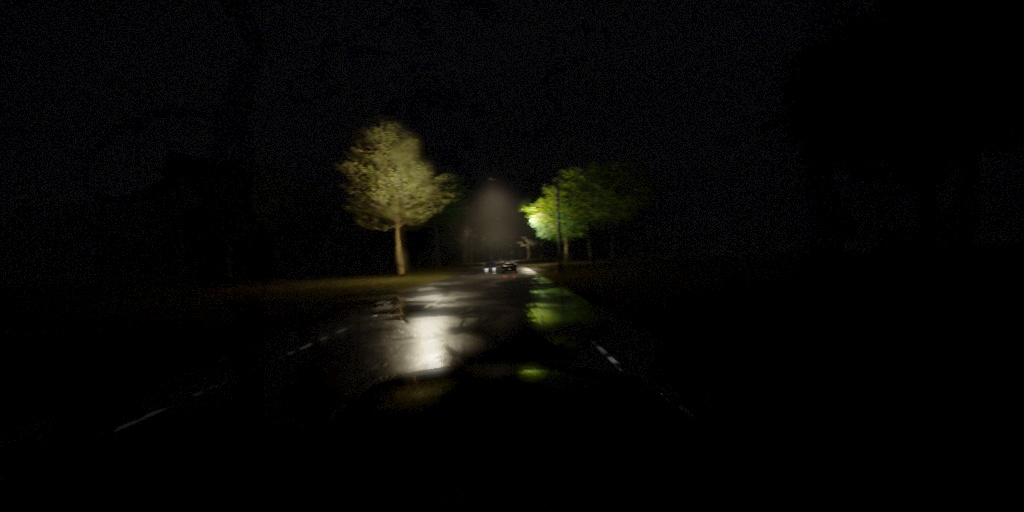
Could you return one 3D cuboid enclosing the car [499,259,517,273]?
[{"bbox_3d":[-0.298,1.375,45.909,2.128,1.511,4.902,-3,0,-1],"label":"car"}]
